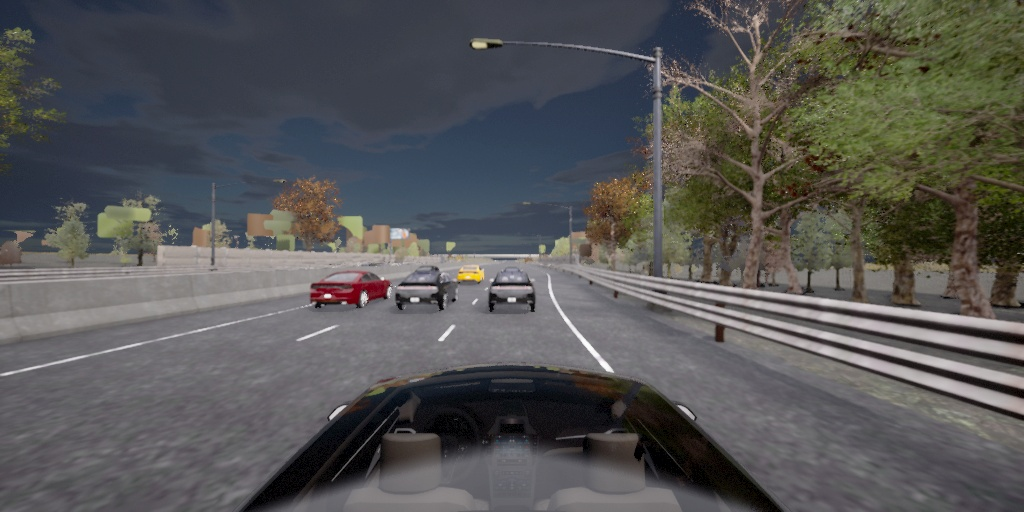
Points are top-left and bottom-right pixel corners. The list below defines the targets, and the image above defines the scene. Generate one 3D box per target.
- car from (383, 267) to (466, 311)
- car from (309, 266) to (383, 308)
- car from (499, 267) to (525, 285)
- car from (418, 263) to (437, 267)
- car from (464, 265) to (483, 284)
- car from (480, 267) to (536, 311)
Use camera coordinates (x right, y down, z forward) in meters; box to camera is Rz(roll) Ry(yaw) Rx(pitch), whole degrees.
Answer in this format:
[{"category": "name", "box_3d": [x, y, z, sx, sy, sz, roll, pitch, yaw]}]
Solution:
[{"category": "car", "box_3d": [-3.484, 1.390, 15.349, 2.128, 1.511, 4.902, 0, 0, 1]}, {"category": "car", "box_3d": [-6.977, 1.383, 16.084, 1.882, 1.535, 5.008, 0, 0, 1]}, {"category": "car", "box_3d": [0.011, 1.631, 30.391, 1.994, 1.385, 4.181, 0, -1, 0]}, {"category": "car", "box_3d": [-6.991, 1.573, 30.343, 1.837, 1.490, 4.892, 0, 0, 1]}, {"category": "car", "box_3d": [-3.485, 1.552, 31.092, 1.882, 1.535, 5.008, 0, 0, 1]}, {"category": "car", "box_3d": [0.016, 1.390, 15.349, 2.128, 1.511, 4.902, 0, 0, 1]}]
